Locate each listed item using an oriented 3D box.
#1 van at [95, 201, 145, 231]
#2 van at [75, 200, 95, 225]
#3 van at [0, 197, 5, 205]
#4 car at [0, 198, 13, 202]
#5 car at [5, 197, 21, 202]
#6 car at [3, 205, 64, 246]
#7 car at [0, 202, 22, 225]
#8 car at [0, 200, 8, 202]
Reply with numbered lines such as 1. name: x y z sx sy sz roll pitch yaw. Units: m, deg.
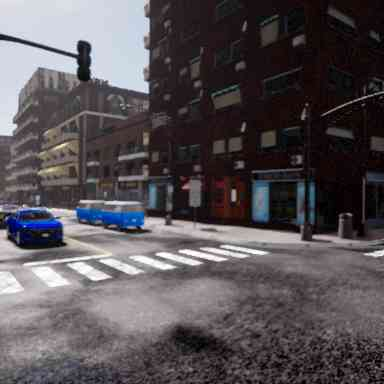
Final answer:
1. van: -4.611 1.522 21.804 1.690 1.788 3.998 -1 0 -36
2. van: -7.871 1.567 26.282 1.690 1.788 3.998 -1 0 -36
3. van: -43.734 2.082 75.532 1.690 1.788 3.998 -1 0 -36
4. car: -30.414 2.048 52.882 2.033 1.411 5.357 0 -1 -37
5. car: -30.692 1.989 57.623 1.967 1.590 4.097 -1 0 -36
6. car: -7.761 1.606 16.318 1.882 1.535 5.008 0 -1 -36
7. car: -13.374 1.697 24.027 2.128 1.511 4.902 0 -1 -36
8. car: -19.645 1.840 32.652 2.033 1.411 5.357 0 -1 -36
